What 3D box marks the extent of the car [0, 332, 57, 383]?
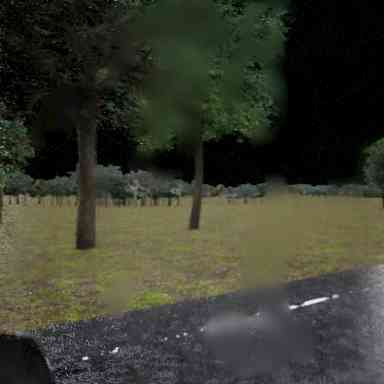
[{"bbox_3d":[-2.919,1.597,1.771,4.181,1.385,1.994,1,-1,-32],"label":"car"}]
